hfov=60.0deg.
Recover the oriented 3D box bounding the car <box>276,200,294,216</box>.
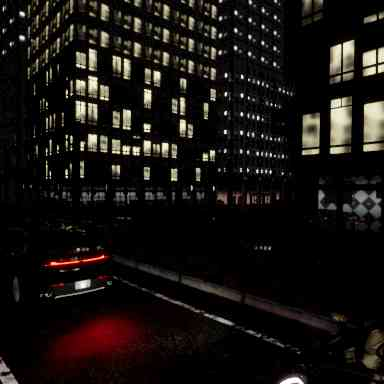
[{"bbox_3d":[10.342,1.936,37.447,4.206,1.307,1.802,1,0,-40],"label":"car"}]

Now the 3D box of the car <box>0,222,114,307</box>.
[{"bbox_3d":[-3.659,1.501,8.115,1.837,1.490,4.892,0,0,-41],"label":"car"}]

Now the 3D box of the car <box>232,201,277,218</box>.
[{"bbox_3d":[6.169,1.833,33.911,4.829,1.417,1.752,1,0,-40],"label":"car"}]

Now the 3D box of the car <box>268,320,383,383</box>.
[{"bbox_3d":[2.426,1.352,1.325,2.097,1.767,4.553,0,0,-41],"label":"car"}]

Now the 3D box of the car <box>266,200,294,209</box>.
[{"bbox_3d":[13.526,1.882,51.125,4.313,1.339,1.947,1,0,-40],"label":"car"}]

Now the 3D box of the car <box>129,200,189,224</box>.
[{"bbox_3d":[-2.566,1.524,26.511,5.009,1.841,2.192,1,0,-40],"label":"car"}]

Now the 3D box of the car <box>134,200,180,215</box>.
[{"bbox_3d":[-3.813,1.648,36.439,4.829,1.417,1.752,1,0,-40],"label":"car"}]
